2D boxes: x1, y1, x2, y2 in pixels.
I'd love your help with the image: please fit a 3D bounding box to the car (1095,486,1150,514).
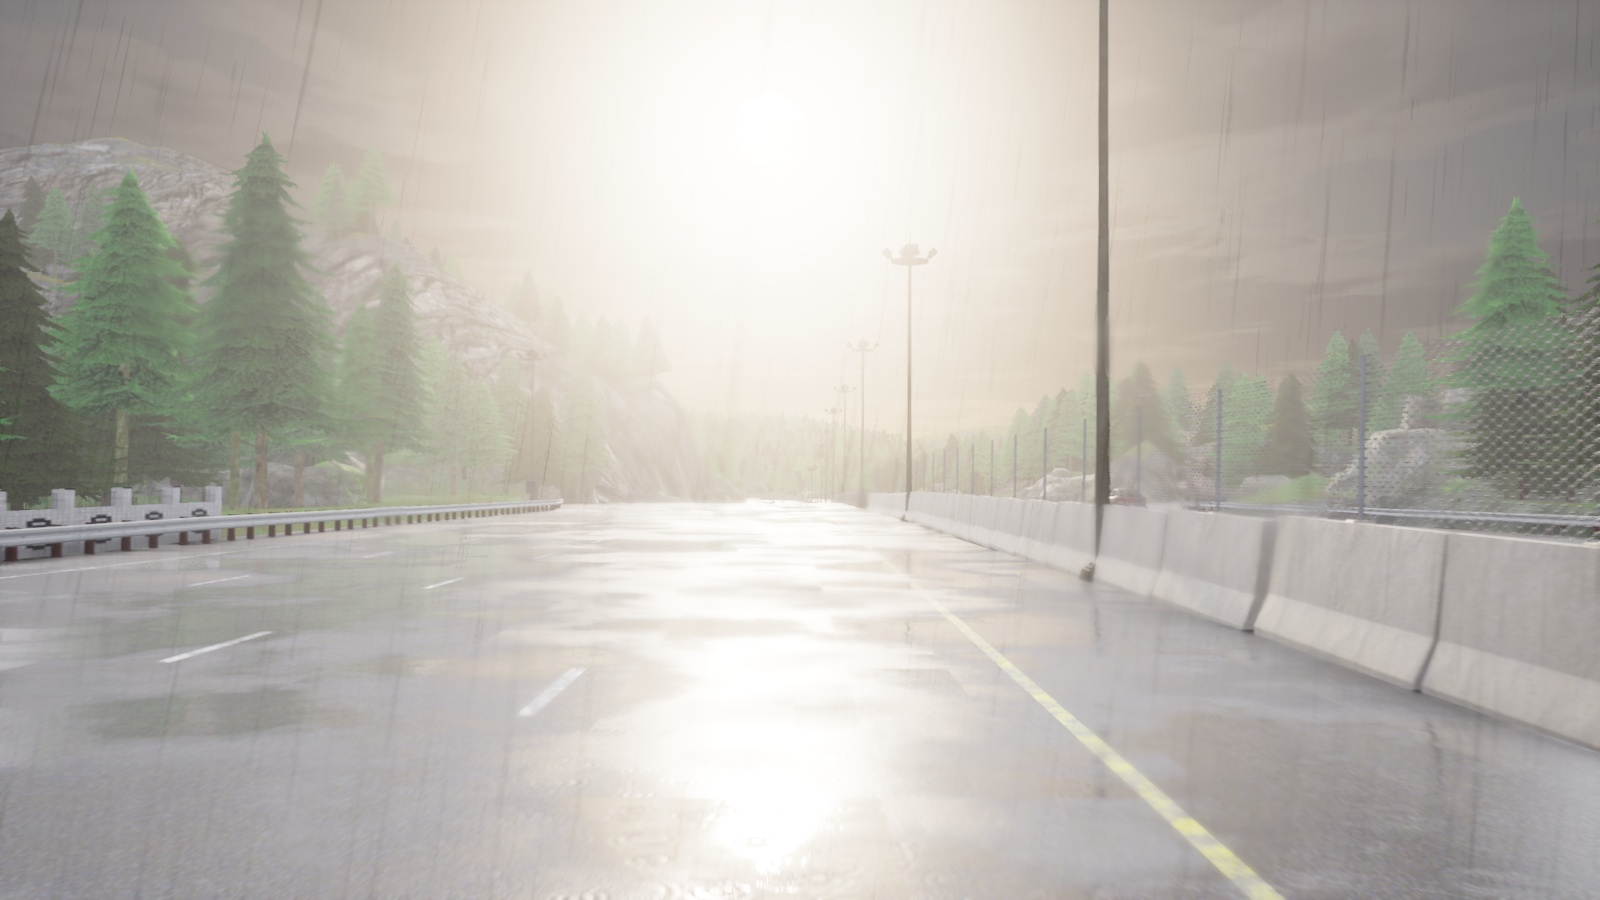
[{"bbox_3d":[17.310,2.681,67.529,1.816,1.474,4.193,0,-2,0],"label":"car"}]
